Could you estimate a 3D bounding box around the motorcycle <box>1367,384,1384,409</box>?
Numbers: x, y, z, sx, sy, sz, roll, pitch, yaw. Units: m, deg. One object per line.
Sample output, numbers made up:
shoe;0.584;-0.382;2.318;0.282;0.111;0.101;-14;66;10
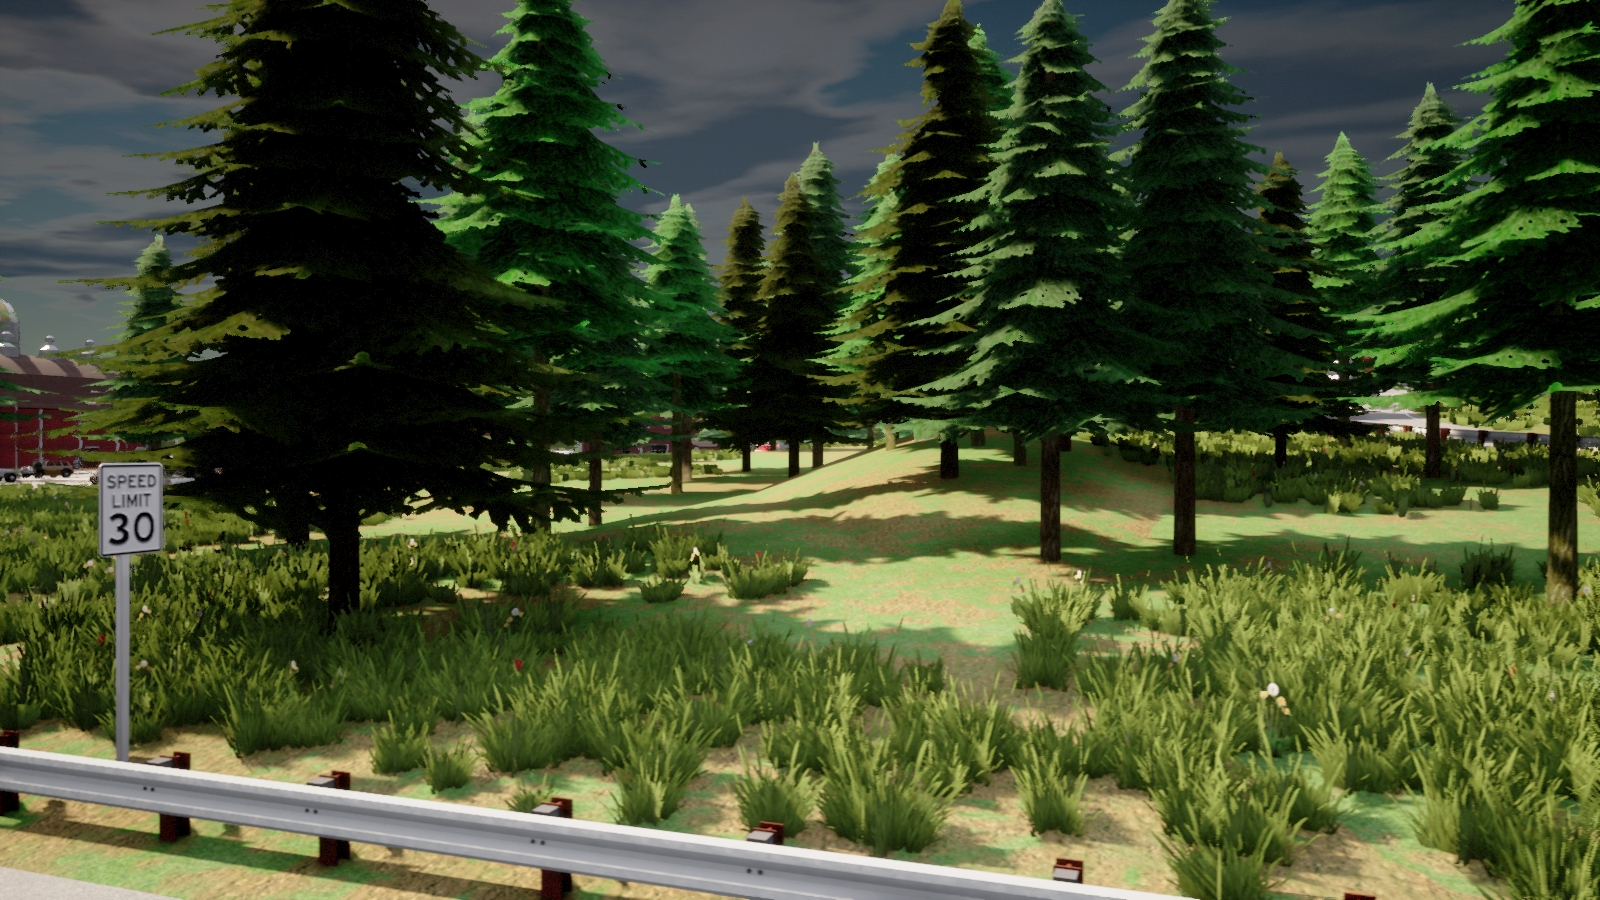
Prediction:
motorcycle;33.351;-3.107;66.202;0.856;1.316;1.805;0;5;26
